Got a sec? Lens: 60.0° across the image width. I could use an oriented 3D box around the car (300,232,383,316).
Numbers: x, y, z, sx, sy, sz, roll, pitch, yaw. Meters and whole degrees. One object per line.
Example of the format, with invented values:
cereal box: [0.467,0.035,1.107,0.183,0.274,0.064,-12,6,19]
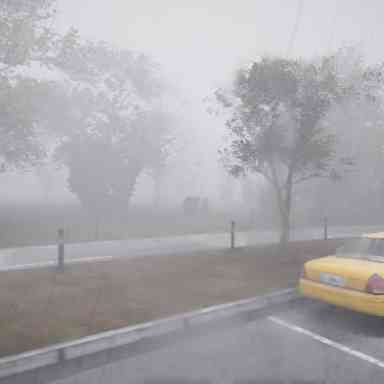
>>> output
car: [4.664,1.489,7.110,5.366,1.575,1.946,0,-2,-31]
